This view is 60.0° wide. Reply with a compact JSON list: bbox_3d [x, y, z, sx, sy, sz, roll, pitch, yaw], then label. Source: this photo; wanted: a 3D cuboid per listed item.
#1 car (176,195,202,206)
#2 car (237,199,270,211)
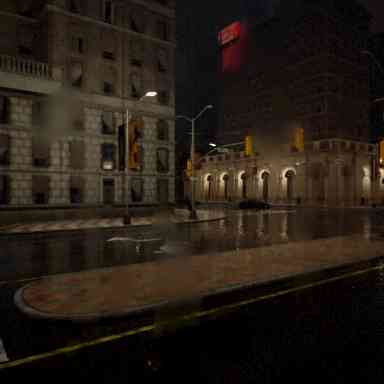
[{"bbox_3d":[-0.625,1.547,52.730,2.033,1.411,5.357,0,0,-35],"label":"car"},{"bbox_3d":[7.651,1.563,41.312,1.994,1.385,4.181,0,0,-38],"label":"car"}]
